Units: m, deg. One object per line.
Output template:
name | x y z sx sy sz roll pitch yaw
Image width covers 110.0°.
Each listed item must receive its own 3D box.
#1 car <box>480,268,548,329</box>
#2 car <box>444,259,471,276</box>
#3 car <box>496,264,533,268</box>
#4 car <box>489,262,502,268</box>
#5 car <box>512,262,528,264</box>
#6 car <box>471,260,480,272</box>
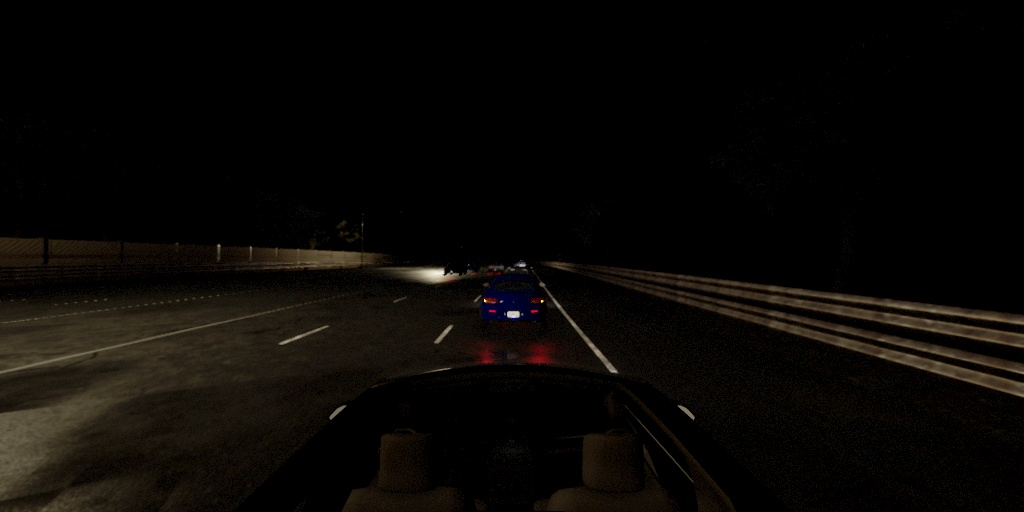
car | 0.069 1.260 11.060 1.812 1.442 4.674 0 0 1
car | -6.000 1.343 38.516 1.837 1.490 4.892 0 -1 2
car | 0.293 1.343 20.848 1.895 1.301 4.718 0 0 2
car | -2.130 1.552 50.137 1.895 1.301 4.718 0 -1 2
car | 0.664 1.267 28.930 2.128 1.511 4.902 0 0 2
car | -5.650 1.283 49.526 2.097 1.767 4.553 0 -1 2
